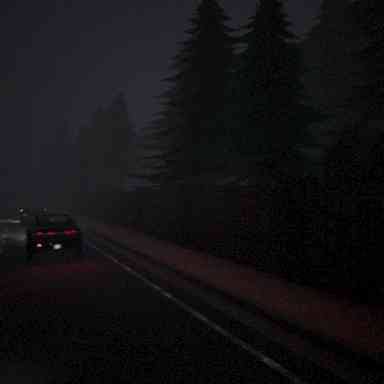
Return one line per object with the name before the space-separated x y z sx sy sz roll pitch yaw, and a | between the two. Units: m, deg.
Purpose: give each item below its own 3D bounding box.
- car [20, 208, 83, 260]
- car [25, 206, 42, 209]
car | -5.599 1.618 13.236 2.128 1.511 4.902 0 0 -27
car | -12.562 1.829 26.409 1.994 1.385 4.181 0 0 -27
